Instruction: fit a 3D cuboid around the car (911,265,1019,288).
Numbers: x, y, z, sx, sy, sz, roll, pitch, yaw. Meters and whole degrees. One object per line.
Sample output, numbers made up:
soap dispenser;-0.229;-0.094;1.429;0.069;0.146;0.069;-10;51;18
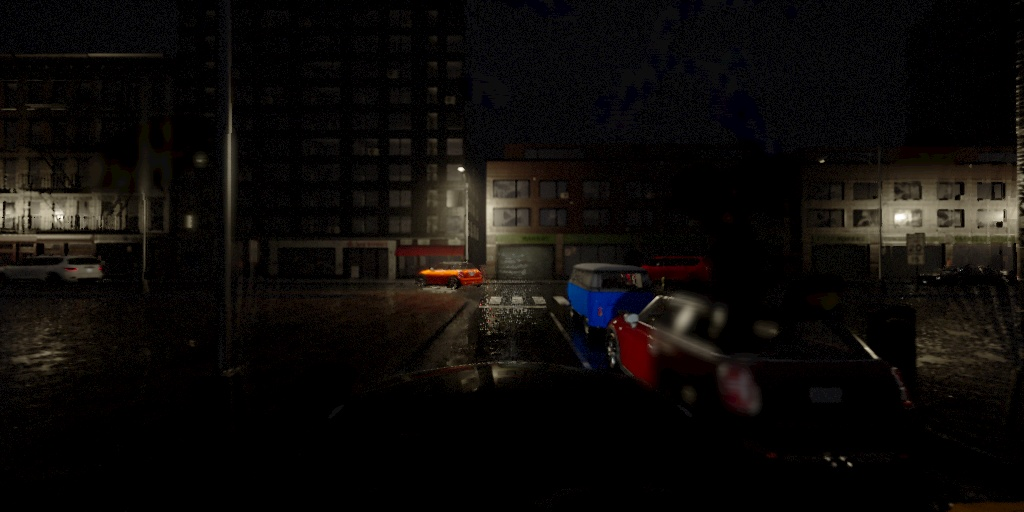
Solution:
car;30.046;1.336;23.791;5.357;1.411;2.033;0;0;0

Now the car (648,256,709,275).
car;10.087;1.023;23.830;5.566;2.045;2.150;0;0;0

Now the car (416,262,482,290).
car;-4.125;1.151;23.057;4.553;1.767;2.097;0;0;38

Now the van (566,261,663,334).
van;2.638;1.116;10.426;1.690;1.789;3.998;0;0;0

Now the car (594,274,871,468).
car;2.638;1.199;4.951;1.967;1.591;4.097;0;0;0

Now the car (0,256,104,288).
car;-30.821;0.994;23.903;5.566;2.045;2.150;0;0;0
